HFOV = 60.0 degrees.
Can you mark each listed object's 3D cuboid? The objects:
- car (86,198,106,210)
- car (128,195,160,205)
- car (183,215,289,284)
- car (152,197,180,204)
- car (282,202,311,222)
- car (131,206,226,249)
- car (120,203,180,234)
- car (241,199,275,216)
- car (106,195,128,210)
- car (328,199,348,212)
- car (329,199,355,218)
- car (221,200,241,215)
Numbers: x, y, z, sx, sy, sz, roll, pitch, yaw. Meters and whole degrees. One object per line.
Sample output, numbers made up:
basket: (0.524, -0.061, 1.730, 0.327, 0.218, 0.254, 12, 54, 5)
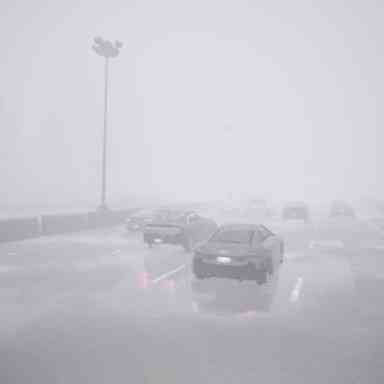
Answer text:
car: (-13.267, 1.606, 48.321, 2.097, 1.767, 4.553, -1, 0, 22)
car: (-6.271, 1.414, 46.953, 2.150, 2.045, 5.566, -1, 0, 22)
car: (1.541, 1.620, 9.932, 1.994, 1.385, 4.181, -1, 0, 22)
car: (-3.167, 1.691, 45.286, 1.812, 1.442, 4.674, -1, 0, 22)
car: (8.513, 1.520, 27.048, 1.882, 1.535, 5.008, -1, 0, 22)
car: (-0.338, 1.581, 14.597, 2.128, 1.511, 4.902, -1, 0, 22)
car: (-2.091, 1.643, 19.571, 1.812, 1.442, 4.674, -1, 0, 22)
car: (6.455, 1.417, 31.277, 2.097, 1.767, 4.553, -1, 0, 22)
car: (-9.512, 1.443, 48.274, 2.150, 2.045, 5.566, -1, 0, 22)
car: (17.269, 1.534, 39.433, 2.033, 1.411, 5.357, -1, 0, 23)
car: (13.428, 1.569, 29.909, 1.994, 1.385, 4.181, -1, 0, 22)
car: (4.355, 1.614, 35.397, 1.812, 1.442, 4.674, -1, 0, 22)
